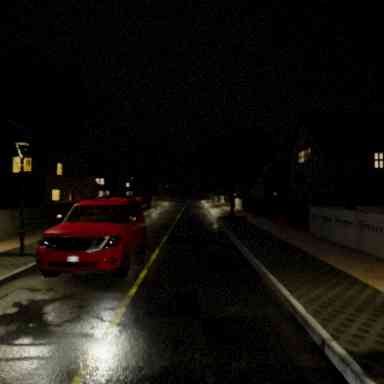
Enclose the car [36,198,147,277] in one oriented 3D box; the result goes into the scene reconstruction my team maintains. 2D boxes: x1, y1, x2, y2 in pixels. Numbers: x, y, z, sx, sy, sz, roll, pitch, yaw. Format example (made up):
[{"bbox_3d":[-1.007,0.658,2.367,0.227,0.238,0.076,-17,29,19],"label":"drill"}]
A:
[{"bbox_3d":[-2.781,1.242,10.614,2.150,2.045,5.566,0,0,1],"label":"car"}]
